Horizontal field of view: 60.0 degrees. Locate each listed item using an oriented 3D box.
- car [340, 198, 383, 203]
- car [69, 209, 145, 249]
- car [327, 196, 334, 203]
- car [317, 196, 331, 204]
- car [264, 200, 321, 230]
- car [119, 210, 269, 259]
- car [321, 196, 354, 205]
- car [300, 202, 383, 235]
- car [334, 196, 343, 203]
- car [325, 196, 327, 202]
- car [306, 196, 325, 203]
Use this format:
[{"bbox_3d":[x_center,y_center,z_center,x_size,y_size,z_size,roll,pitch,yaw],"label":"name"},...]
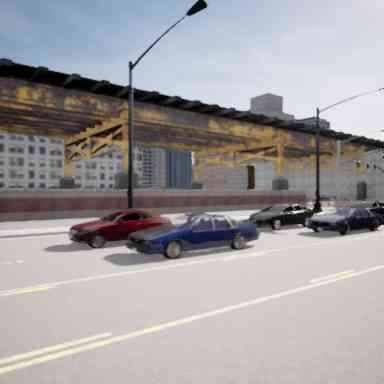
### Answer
[{"bbox_3d":[14.159,1.480,26.866,4.892,1.490,1.837,0,0,-35],"label":"car"},{"bbox_3d":[-2.978,1.521,14.752,4.674,1.442,1.812,0,0,-35],"label":"car"},{"bbox_3d":[21.152,1.408,53.570,2.038,1.542,4.974,0,0,18],"label":"car"},{"bbox_3d":[21.167,1.251,53.619,1.853,1.218,4.536,0,0,18],"label":"car"},{"bbox_3d":[5.652,1.490,20.855,4.892,1.490,1.837,0,0,-35],"label":"car"},{"bbox_3d":[0.237,1.541,12.749,5.357,1.411,2.033,0,0,-35],"label":"car"},{"bbox_3d":[25.062,1.403,57.329,4.974,1.542,2.038,0,0,-7],"label":"car"},{"bbox_3d":[8.801,1.531,18.790,5.357,1.411,2.033,0,0,-35],"label":"car"},{"bbox_3d":[25.011,1.246,57.323,4.536,1.218,1.853,0,0,-7],"label":"car"},{"bbox_3d":[17.407,1.413,50.885,4.974,1.542,2.038,0,0,8],"label":"car"},{"bbox_3d":[17.355,1.255,50.892,4.536,1.218,1.853,0,0,8],"label":"car"}]
